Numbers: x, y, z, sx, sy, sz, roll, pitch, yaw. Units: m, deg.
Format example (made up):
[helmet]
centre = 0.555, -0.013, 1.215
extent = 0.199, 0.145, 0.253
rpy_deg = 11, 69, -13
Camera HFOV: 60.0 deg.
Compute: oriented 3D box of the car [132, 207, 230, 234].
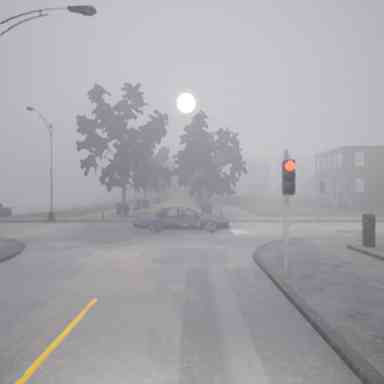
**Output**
[car]
centre = -0.599, 1.549, 18.793
extent = 5.357, 1.411, 2.033
rpy_deg = 0, 0, 0
